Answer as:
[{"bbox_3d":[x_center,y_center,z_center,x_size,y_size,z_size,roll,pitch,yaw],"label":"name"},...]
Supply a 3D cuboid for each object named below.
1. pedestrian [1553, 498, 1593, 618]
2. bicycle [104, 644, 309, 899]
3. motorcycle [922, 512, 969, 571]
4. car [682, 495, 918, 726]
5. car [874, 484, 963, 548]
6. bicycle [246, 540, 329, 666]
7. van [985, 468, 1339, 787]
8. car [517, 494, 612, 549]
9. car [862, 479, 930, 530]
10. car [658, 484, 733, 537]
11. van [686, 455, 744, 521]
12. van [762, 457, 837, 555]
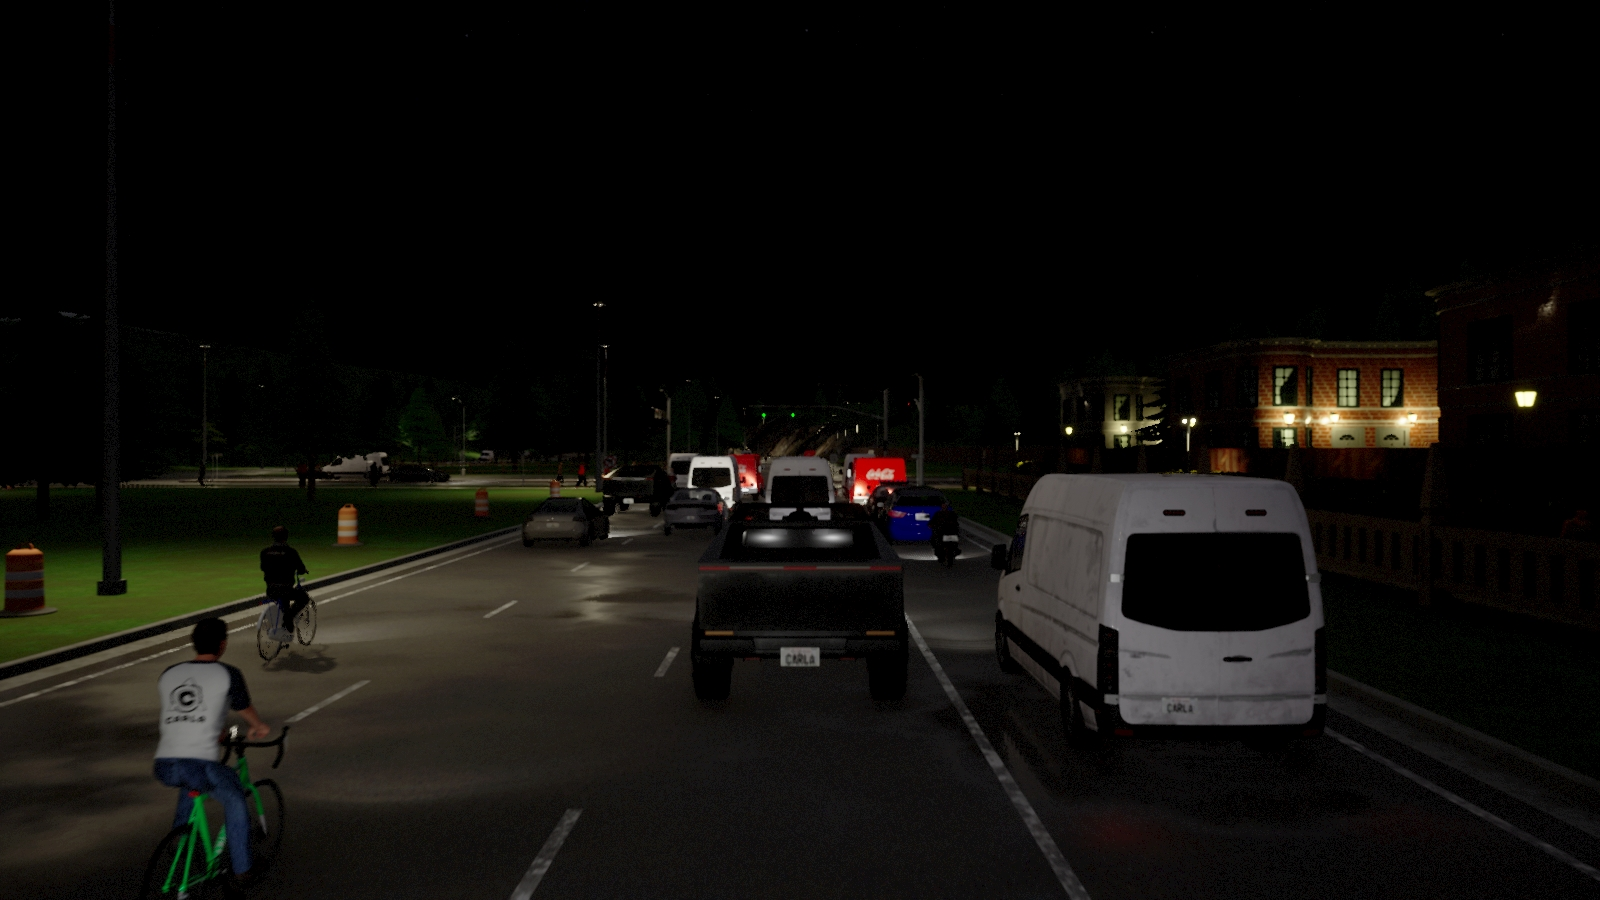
[{"bbox_3d":[12.150,1.686,17.952,0.375,1.860,0.375,0,0,1],"label":"pedestrian"},{"bbox_3d":[-3.499,2.051,6.879,0.373,1.496,1.643,0,0,0],"label":"bicycle"},{"bbox_3d":[3.501,2.190,27.640,0.867,1.251,2.209,0,0,0],"label":"motorcycle"},{"bbox_3d":[0.001,1.745,14.689,2.390,2.098,6.274,0,0,0],"label":"car"},{"bbox_3d":[3.500,1.948,34.649,2.242,1.667,4.611,0,0,0],"label":"car"},{"bbox_3d":[-7.002,2.051,15.684,0.329,1.471,1.835,0,0,0],"label":"bicycle"},{"bbox_3d":[3.496,1.527,12.484,1.988,2.561,5.915,0,0,0],"label":"van"},{"bbox_3d":[-6.999,2.099,34.386,1.994,1.385,4.181,0,0,0],"label":"car"},{"bbox_3d":[3.501,1.959,42.547,2.097,1.638,5.238,0,0,0],"label":"car"},{"bbox_3d":[-3.493,2.013,39.023,2.097,1.535,5.006,0,0,0],"label":"car"},{"bbox_3d":[-3.504,1.509,47.933,1.988,2.561,5.915,0,0,0],"label":"van"},{"bbox_3d":[-0.003,1.517,33.359,1.988,2.561,5.915,0,0,0],"label":"van"}]
